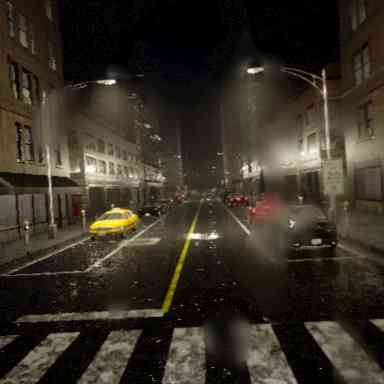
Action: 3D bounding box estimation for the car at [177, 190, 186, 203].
[{"bbox_3d":[-2.551,0.949,51.946,1.967,1.590,4.097,-4,1,3],"label":"car"}]

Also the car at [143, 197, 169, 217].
[{"bbox_3d":[-3.545,1.427,29.248,1.947,1.339,4.313,-4,1,3],"label":"car"}]

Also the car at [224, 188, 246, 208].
[{"bbox_3d":[4.699,0.712,34.564,1.967,1.590,4.097,-4,1,3],"label":"car"}]

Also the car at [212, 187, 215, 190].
[{"bbox_3d":[7.209,-0.071,91.321,2.008,1.369,4.403,-4,1,3],"label":"car"}]

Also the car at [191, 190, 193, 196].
[{"bbox_3d":[-1.291,0.645,80.324,1.802,1.307,4.206,-4,1,3],"label":"car"}]

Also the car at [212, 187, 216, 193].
[{"bbox_3d":[6.959,0.015,85.646,1.887,1.381,4.507,-4,1,3],"label":"car"}]

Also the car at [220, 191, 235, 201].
[{"bbox_3d":[5.458,0.573,51.592,1.947,1.339,4.313,-4,1,3],"label":"car"}]

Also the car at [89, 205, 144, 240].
[{"bbox_3d":[-4.055,1.564,17.727,1.752,1.417,4.829,-4,1,3],"label":"car"}]

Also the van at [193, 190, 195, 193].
[{"bbox_3d":[-0.805,0.221,91.670,1.690,1.788,3.998,-4,1,3],"label":"van"}]

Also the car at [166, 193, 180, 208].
[{"bbox_3d":[-3.045,1.236,40.598,2.008,1.369,4.403,-4,1,3],"label":"car"}]

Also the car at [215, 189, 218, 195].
[{"bbox_3d":[5.959,0.397,62.943,1.947,1.339,4.313,-4,1,3],"label":"car"}]

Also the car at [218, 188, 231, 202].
[{"bbox_3d":[5.192,0.411,45.913,2.192,1.841,5.009,-4,1,3],"label":"car"}]

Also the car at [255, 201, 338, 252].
[{"bbox_3d":[3.705,1.173,11.863,2.008,1.369,4.403,-4,1,3],"label":"car"}]

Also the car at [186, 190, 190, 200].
[{"bbox_3d":[-2.059,0.648,63.295,2.192,1.841,5.009,-4,1,3],"label":"car"}]

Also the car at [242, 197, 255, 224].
[{"bbox_3d":[3.957,1.117,17.539,1.802,1.307,4.206,-4,1,3],"label":"car"}]
